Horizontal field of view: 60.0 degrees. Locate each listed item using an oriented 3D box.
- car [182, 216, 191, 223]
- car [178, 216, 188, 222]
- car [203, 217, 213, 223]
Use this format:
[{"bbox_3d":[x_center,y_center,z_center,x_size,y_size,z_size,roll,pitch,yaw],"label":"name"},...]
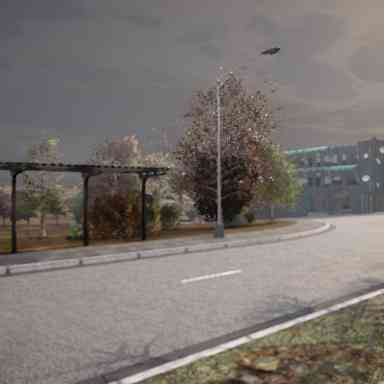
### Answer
[{"bbox_3d":[-1.493,5.981,70.925,1.812,1.442,4.674,0,-5,-13],"label":"car"},{"bbox_3d":[-2.270,7.106,86.658,1.837,1.490,4.892,0,-5,6],"label":"car"},{"bbox_3d":[3.183,4.528,55.826,1.994,1.385,4.181,-1,-5,-24],"label":"car"}]
